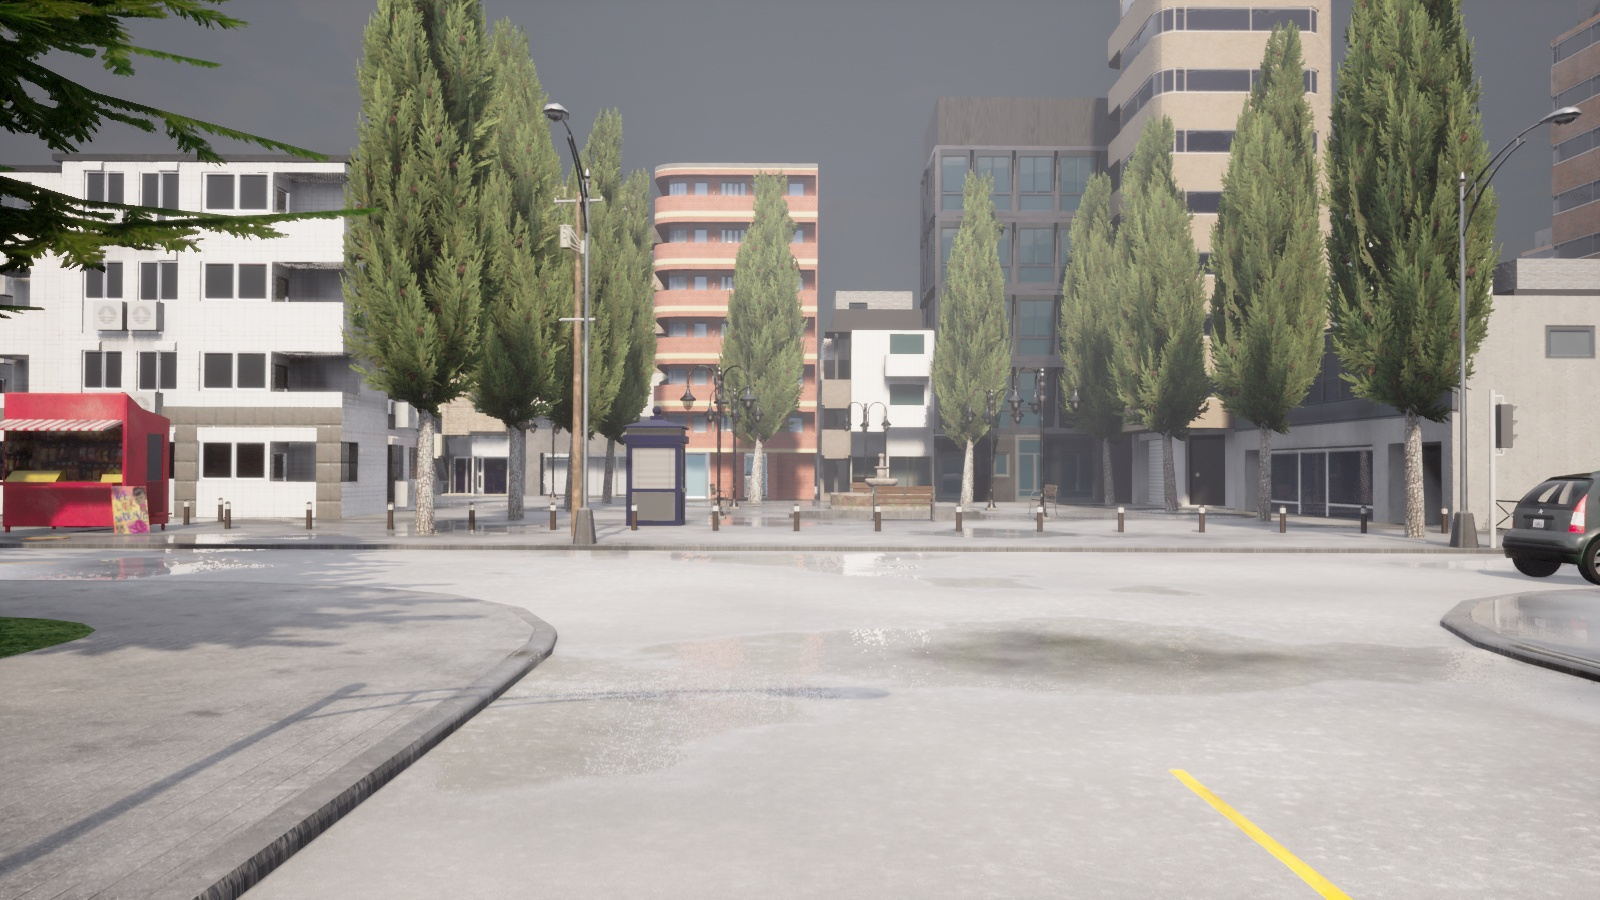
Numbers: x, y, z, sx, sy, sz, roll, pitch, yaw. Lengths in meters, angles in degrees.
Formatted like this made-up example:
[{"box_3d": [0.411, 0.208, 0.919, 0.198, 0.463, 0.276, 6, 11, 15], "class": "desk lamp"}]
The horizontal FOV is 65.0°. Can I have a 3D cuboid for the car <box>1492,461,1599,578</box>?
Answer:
[{"box_3d": [12.655, 0.971, 18.445, 3.988, 1.617, 1.851, 0, -1, -4], "class": "car"}]
